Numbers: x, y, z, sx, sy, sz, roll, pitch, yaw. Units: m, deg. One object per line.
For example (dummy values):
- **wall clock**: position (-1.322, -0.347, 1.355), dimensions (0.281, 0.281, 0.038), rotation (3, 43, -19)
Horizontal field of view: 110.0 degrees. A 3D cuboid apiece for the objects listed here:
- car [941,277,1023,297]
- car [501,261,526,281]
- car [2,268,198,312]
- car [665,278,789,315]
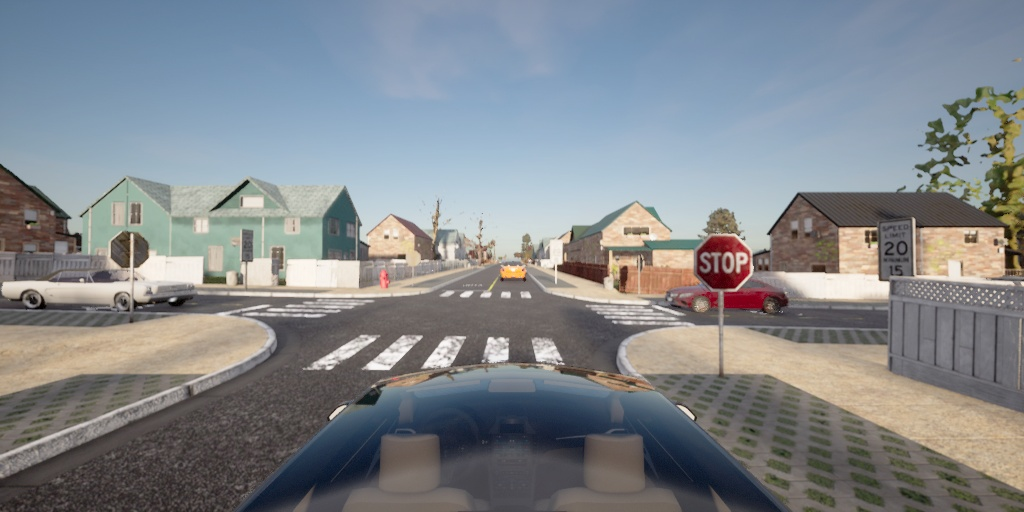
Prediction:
- **car**: position (20.650, 1.654, 14.861), dimensions (4.553, 1.767, 2.097), rotation (1, -1, 0)
- **car**: position (0.108, 1.201, 31.689), dimensions (2.097, 1.767, 4.553), rotation (0, 0, 0)
- **car**: position (-13.397, 1.084, 11.904), dimensions (4.718, 1.301, 1.895), rotation (1, -1, 1)
- **car**: position (8.763, 1.558, 14.732), dimensions (4.674, 1.442, 1.812), rotation (1, -1, -3)
